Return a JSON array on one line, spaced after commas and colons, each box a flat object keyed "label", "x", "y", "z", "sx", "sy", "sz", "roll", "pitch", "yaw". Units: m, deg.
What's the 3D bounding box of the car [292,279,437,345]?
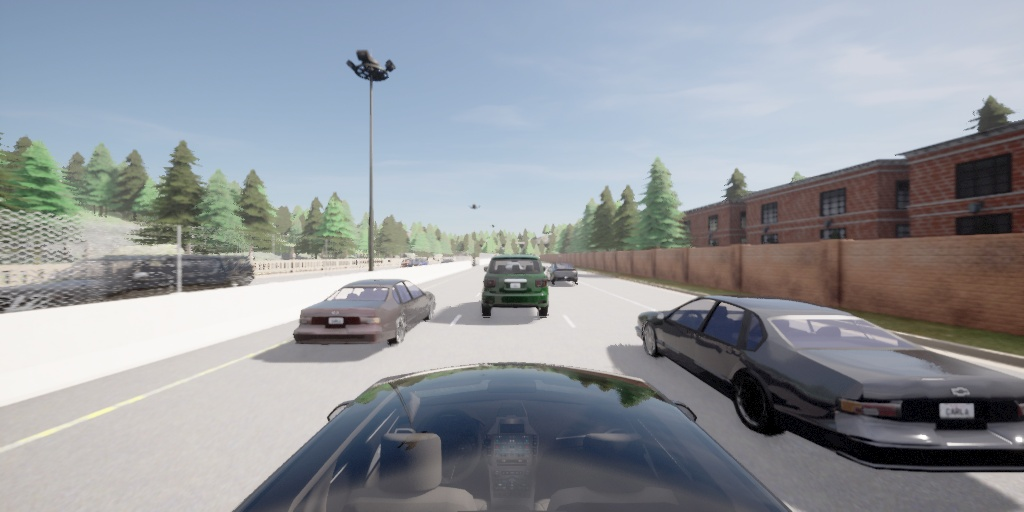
[{"label": "car", "x": -3.401, "y": 1.300, "z": 9.431, "sx": 2.033, "sy": 1.411, "sz": 5.357, "roll": 0, "pitch": 0, "yaw": 0}]

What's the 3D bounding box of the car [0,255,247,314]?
[{"label": "car", "x": -10.599, "y": 0.974, "z": 9.978, "sx": 2.150, "sy": 2.045, "sz": 5.566, "roll": 0, "pitch": 0, "yaw": 0}]

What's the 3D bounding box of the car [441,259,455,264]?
[{"label": "car", "x": -10.510, "y": 1.273, "z": 59.068, "sx": 1.837, "sy": 1.490, "sz": 4.892, "roll": 0, "pitch": 0, "yaw": 0}]

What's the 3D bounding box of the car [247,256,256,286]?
[{"label": "car", "x": -17.600, "y": 0.977, "z": 20.793, "sx": 2.150, "sy": 2.045, "sz": 5.566, "roll": 0, "pitch": 0, "yaw": 0}]

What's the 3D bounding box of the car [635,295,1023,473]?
[{"label": "car", "x": 3.600, "y": 1.298, "z": 5.414, "sx": 2.033, "sy": 1.411, "sz": 5.357, "roll": 0, "pitch": 0, "yaw": 0}]

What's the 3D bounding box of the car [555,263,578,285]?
[{"label": "car", "x": 3.599, "y": 1.248, "z": 26.228, "sx": 2.128, "sy": 1.511, "sz": 4.902, "roll": 0, "pitch": 0, "yaw": 0}]

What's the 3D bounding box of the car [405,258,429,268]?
[{"label": "car", "x": -14.028, "y": 1.115, "z": 54.150, "sx": 2.097, "sy": 1.767, "sz": 4.553, "roll": 0, "pitch": 0, "yaw": 0}]

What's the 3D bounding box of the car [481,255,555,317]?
[{"label": "car", "x": 0.100, "y": 0.975, "z": 13.284, "sx": 2.150, "sy": 2.045, "sz": 5.566, "roll": 0, "pitch": 0, "yaw": 0}]

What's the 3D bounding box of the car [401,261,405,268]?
[{"label": "car", "x": -17.517, "y": 1.172, "z": 61.872, "sx": 2.097, "sy": 1.767, "sz": 4.553, "roll": 0, "pitch": 0, "yaw": 0}]
